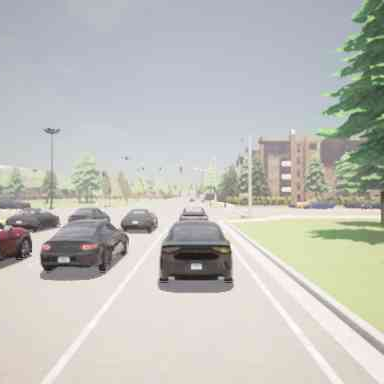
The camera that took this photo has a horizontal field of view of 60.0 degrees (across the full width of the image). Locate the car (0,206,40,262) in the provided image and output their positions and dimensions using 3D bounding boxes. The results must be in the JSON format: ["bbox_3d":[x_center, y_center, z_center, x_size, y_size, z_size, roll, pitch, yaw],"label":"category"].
[{"bbox_3d":[-6.897,1.467,10.330,2.097,1.767,4.553,0,-1,0],"label":"car"}]

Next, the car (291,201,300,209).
[{"bbox_3d":[19.722,2.098,55.641,5.008,1.535,1.882,0,-1,0],"label":"car"}]

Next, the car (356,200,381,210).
[{"bbox_3d":[29.159,2.075,52.209,4.902,1.511,2.128,0,-1,0],"label":"car"}]

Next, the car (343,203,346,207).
[{"bbox_3d":[29.535,2.261,59.167,4.718,1.301,1.895,0,-1,0],"label":"car"}]

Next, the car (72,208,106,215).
[{"bbox_3d":[-6.891,1.776,22.444,1.812,1.442,4.674,0,-1,0],"label":"car"}]

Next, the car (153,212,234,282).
[{"bbox_3d":[0.103,1.592,10.130,1.882,1.535,5.008,0,-1,0],"label":"car"}]

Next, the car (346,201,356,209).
[{"bbox_3d":[29.061,2.223,55.695,4.718,1.301,1.895,0,-1,0],"label":"car"}]

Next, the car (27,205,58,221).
[{"bbox_3d":[-10.391,1.809,21.992,1.994,1.385,4.181,0,-1,0],"label":"car"}]

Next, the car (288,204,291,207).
[{"bbox_3d":[19.951,2.207,59.136,5.357,1.411,2.033,0,-1,0],"label":"car"}]

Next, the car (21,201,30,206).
[{"bbox_3d":[-29.980,2.168,55.851,5.357,1.411,2.033,0,-1,0],"label":"car"}]

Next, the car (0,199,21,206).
[{"bbox_3d":[-30.102,1.934,52.352,4.553,1.767,2.097,0,-1,0],"label":"car"}]

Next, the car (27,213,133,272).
[{"bbox_3d":[-3.395,1.651,11.133,1.812,1.442,4.674,0,0,0],"label":"car"}]

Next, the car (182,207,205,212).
[{"bbox_3d":[0.110,1.736,21.906,2.128,1.511,4.902,0,-1,0],"label":"car"}]

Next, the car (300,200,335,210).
[{"bbox_3d":[19.893,2.108,52.137,4.674,1.442,1.812,0,-1,0],"label":"car"}]

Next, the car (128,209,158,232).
[{"bbox_3d":[-3.390,1.807,21.858,1.994,1.385,4.181,0,-1,0],"label":"car"}]
